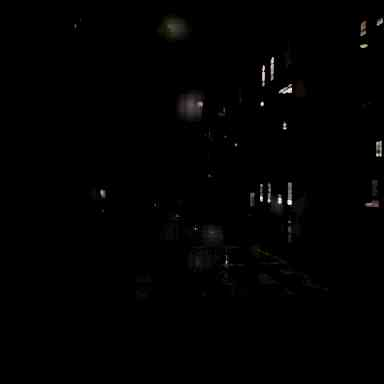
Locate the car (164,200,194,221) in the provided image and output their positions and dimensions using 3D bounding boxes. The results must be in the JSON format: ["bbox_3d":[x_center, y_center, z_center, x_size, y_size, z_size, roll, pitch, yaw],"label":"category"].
[{"bbox_3d":[-1.391,1.613,25.813,1.994,1.385,4.181,0,0,-11],"label":"car"}]

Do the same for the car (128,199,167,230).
[{"bbox_3d":[-2.893,1.476,20.548,1.967,1.590,4.097,-1,0,-11],"label":"car"}]

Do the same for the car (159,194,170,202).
[{"bbox_3d":[-6.724,1.465,81.996,2.192,1.841,5.009,-1,0,-11],"label":"car"}]

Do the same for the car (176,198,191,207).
[{"bbox_3d":[-1.465,1.689,54.753,1.802,1.307,4.206,-1,0,-11],"label":"car"}]

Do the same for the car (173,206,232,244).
[{"bbox_3d":[0.494,1.595,16.051,1.994,1.385,4.181,0,0,-11],"label":"car"}]

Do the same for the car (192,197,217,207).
[{"bbox_3d":[1.688,1.644,38.408,1.947,1.339,4.313,-1,0,-11],"label":"car"}]

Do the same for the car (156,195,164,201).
[{"bbox_3d":[-8.857,1.693,93.060,1.752,1.417,4.829,-1,0,-11],"label":"car"}]

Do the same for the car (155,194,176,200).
[{"bbox_3d":[-3.290,1.418,35.729,2.097,1.767,4.553,0,0,-11],"label":"car"}]

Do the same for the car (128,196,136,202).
[{"bbox_3d":[-15.475,1.671,85.764,1.752,1.417,4.829,-1,0,-11],"label":"car"}]

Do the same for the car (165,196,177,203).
[{"bbox_3d":[-4.619,1.684,71.099,2.008,1.369,4.403,-1,0,-11],"label":"car"}]

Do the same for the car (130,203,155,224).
[{"bbox_3d":[-3.943,1.628,25.997,1.802,1.307,4.206,-1,0,-11],"label":"car"}]

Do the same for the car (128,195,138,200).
[{"bbox_3d":[-10.252,1.543,58.688,1.967,1.590,4.097,-1,0,-11],"label":"car"}]

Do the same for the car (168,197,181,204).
[{"bbox_3d":[-3.568,1.690,65.650,1.947,1.339,4.313,-1,0,-11],"label":"car"}]

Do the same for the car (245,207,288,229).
[{"bbox_3d":[4.846,1.631,22.064,1.802,1.307,4.206,-1,0,-11],"label":"car"}]

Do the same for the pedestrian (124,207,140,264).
[{"bbox_3d":[-1.860,1.310,10.290,0.375,1.860,0.375,-1,1,-11],"label":"pedestrian"}]

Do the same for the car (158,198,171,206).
[{"bbox_3d":[-5.030,1.713,60.244,1.895,1.301,4.718,0,0,-11],"label":"car"}]

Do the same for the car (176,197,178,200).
[{"bbox_3d":[-2.989,1.621,49.736,1.812,1.442,4.674,0,0,-11],"label":"car"}]

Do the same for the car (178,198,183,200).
[{"bbox_3d":[-0.415,1.648,49.305,2.008,1.369,4.403,-1,0,-11],"label":"car"}]

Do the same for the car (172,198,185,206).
[{"bbox_3d":[-2.517,1.698,60.202,1.802,1.307,4.206,-1,0,-11],"label":"car"}]

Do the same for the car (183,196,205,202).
[{"bbox_3d":[0.634,1.403,43.856,2.192,1.841,5.009,-1,0,-11],"label":"car"}]
